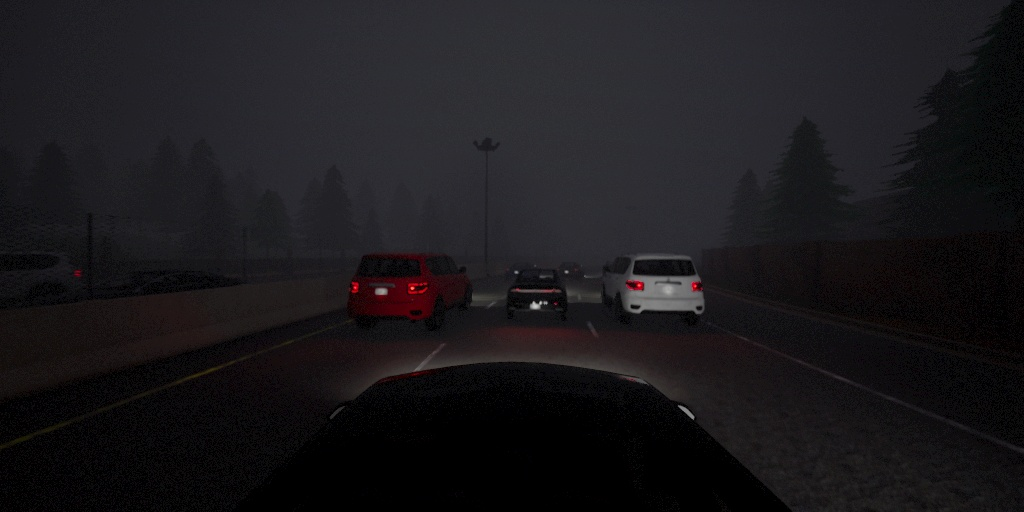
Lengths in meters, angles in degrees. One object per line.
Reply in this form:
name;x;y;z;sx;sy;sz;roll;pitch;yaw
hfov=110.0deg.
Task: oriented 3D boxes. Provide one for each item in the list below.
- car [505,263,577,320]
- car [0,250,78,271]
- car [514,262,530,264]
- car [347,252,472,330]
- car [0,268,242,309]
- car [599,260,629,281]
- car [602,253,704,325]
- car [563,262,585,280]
car;0.949;1.184;12.439;2.128;1.511;4.902;0;0;7
car;-17.022;0.843;10.854;2.150;2.045;5.566;0;0;6
car;0.895;1.163;28.611;1.994;1.385;4.181;0;0;17
car;-2.771;0.906;11.019;2.150;2.045;5.566;0;0;6
car;-10.050;1.150;9.999;2.128;1.511;4.902;0;0;6
car;8.495;1.119;29.450;2.128;1.511;4.902;0;0;19
car;4.374;0.932;11.943;2.150;2.045;5.566;0;0;7
car;4.798;1.175;29.418;1.994;1.385;4.181;0;0;18
